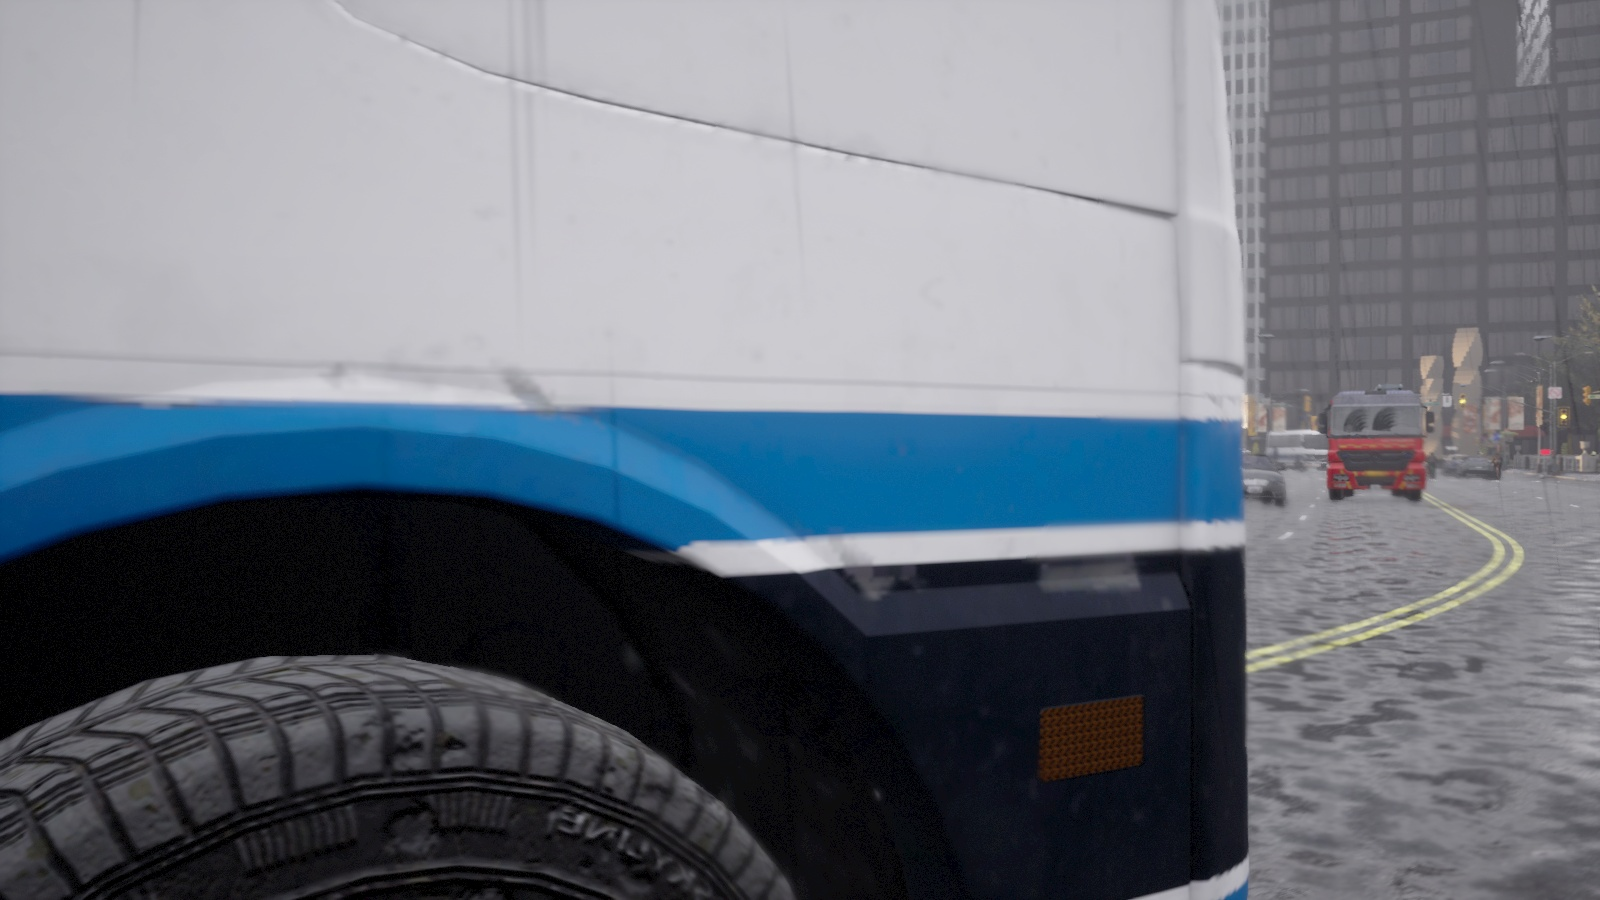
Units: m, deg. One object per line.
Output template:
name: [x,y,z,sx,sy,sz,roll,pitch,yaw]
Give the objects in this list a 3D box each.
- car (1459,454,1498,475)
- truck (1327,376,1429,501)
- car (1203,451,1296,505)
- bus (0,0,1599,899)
car: [46.107,0.950,85.421,1.994,1.385,4.181,0,0,24]
truck: [19.739,-0.340,43.081,2.891,3.827,8.468,0,0,24]
car: [13.343,0.781,37.532,2.128,1.511,4.902,0,0,14]
bus: [-3.788,-0.619,0.957,10.273,4.253,3.944,0,0,-31]
